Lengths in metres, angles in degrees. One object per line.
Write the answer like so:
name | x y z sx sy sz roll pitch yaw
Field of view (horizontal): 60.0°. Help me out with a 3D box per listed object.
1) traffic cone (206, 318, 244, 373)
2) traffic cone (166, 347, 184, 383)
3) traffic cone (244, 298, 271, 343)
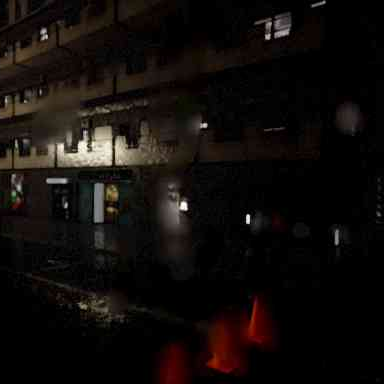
traffic cone | 0.410 1.934 4.304 0.340 0.580 0.340 1 0 36
traffic cone | -0.176 1.933 3.494 0.340 0.580 0.340 1 0 36
traffic cone | 0.996 1.933 5.114 0.340 0.580 0.340 1 0 36
